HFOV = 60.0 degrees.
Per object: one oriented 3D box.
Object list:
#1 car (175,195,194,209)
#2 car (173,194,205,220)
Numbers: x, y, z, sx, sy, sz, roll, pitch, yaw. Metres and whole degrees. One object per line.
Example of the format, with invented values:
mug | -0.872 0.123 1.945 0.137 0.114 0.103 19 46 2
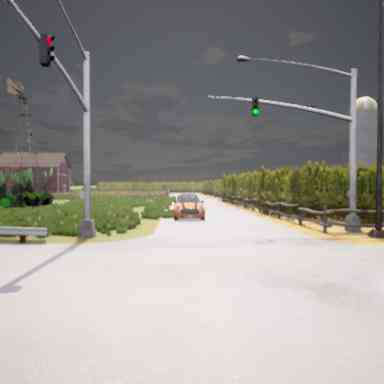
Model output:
car | -0.830 0.996 36.081 1.895 1.301 4.718 0 1 -3
car | -0.241 0.966 23.709 2.097 1.767 4.553 0 1 -3
